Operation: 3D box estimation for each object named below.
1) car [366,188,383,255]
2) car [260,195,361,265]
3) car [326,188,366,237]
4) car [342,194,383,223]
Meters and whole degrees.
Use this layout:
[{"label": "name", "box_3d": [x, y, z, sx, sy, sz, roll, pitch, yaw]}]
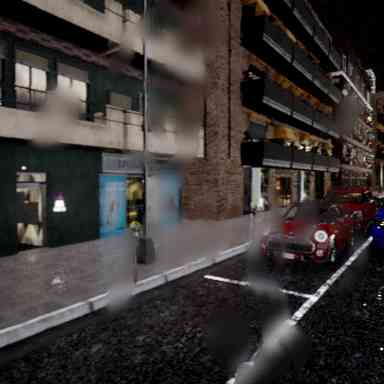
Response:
[{"label": "car", "box_3d": [7.381, 0.802, 10.790, 2.150, 2.045, 5.566, 1, 3, 36]}, {"label": "car", "box_3d": [3.652, 1.066, 10.211, 1.967, 1.590, 4.097, 1, 3, 35]}, {"label": "car", "box_3d": [6.912, 0.766, 14.800, 2.192, 1.841, 5.009, 1, 3, 35]}, {"label": "car", "box_3d": [10.173, 0.858, 19.405, 1.802, 1.307, 4.206, 1, 3, 35]}]
